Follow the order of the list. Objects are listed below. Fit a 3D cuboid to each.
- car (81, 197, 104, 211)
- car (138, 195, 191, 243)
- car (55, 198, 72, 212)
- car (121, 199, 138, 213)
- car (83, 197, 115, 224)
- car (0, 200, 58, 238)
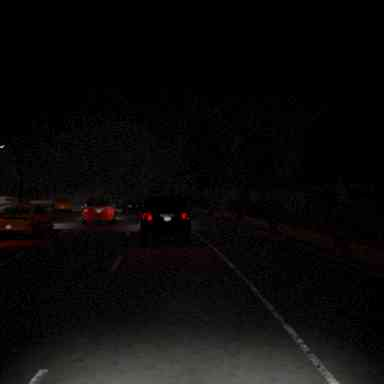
[{"bbox_3d":[-12.356,1.388,41.051,2.128,1.511,4.902,0,0,-23],"label":"car"},{"bbox_3d":[-1.405,1.176,16.148,2.150,2.045,5.566,0,0,-9],"label":"car"},{"bbox_3d":[-14.229,1.390,36.479,1.882,1.535,5.008,0,0,-21],"label":"car"},{"bbox_3d":[-6.433,1.452,35.783,2.033,1.411,5.357,0,0,-20],"label":"car"},{"bbox_3d":[-6.685,1.289,24.180,2.097,1.767,4.553,0,0,-13],"label":"car"},{"bbox_3d":[-8.804,1.437,17.664,1.882,1.535,5.008,0,0,-10],"label":"car"}]
